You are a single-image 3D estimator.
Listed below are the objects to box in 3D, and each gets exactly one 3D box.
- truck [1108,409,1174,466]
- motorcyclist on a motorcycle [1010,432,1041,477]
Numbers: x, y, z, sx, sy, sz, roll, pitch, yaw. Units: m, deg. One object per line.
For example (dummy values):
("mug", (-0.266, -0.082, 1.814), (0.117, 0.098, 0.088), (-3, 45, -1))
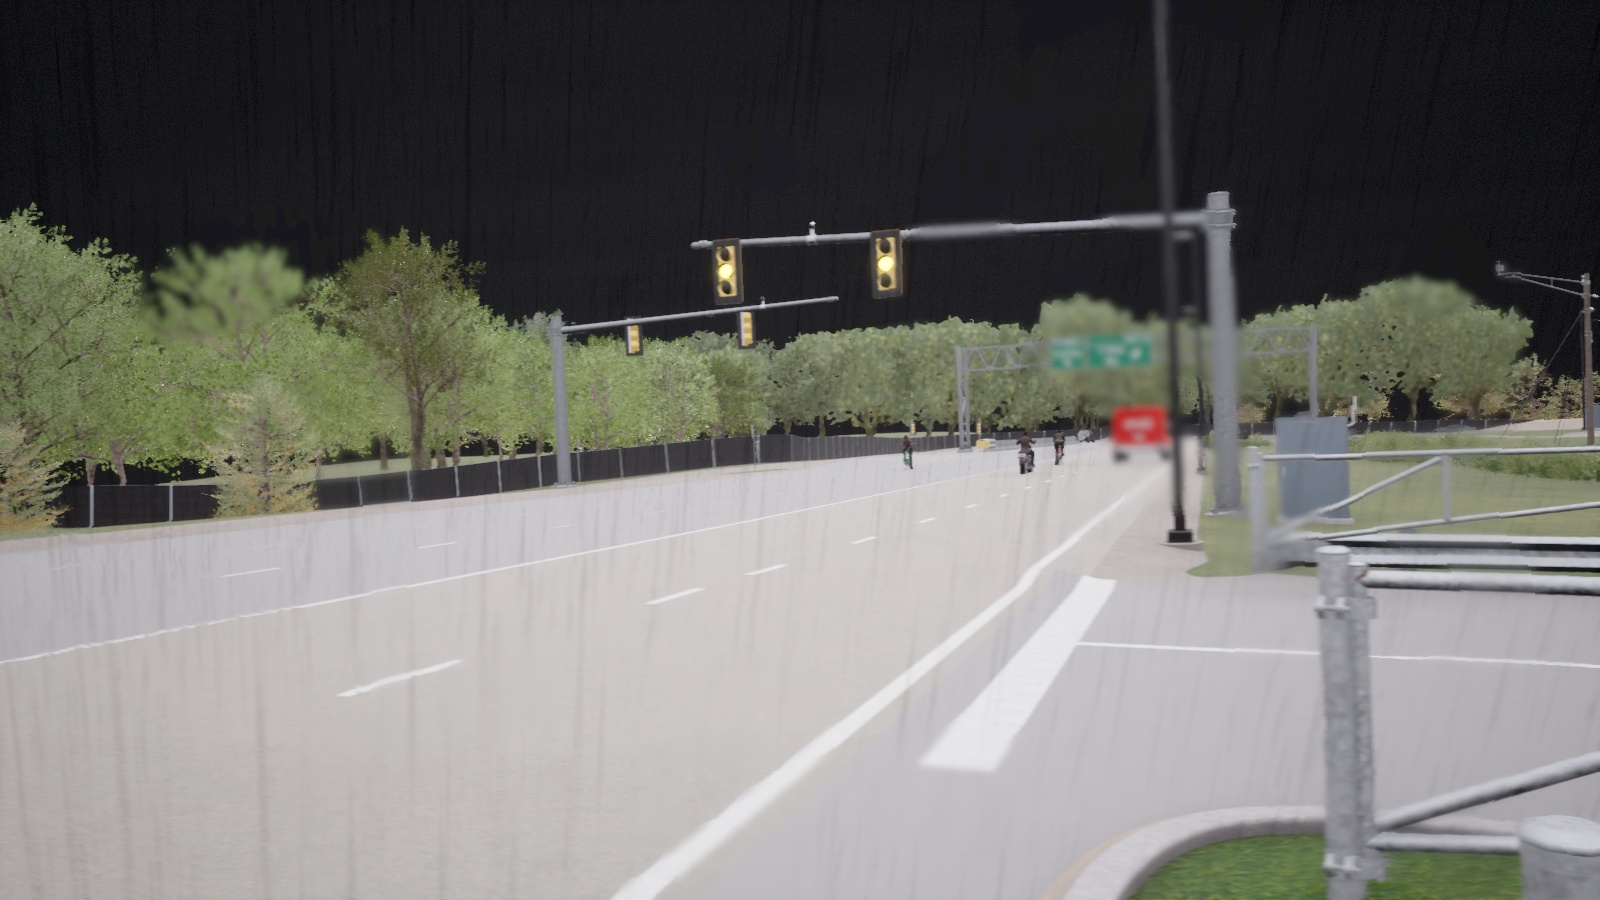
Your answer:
("truck", (15.859, -0.588, 58.221), (2.627, 2.467, 5.204), (-2, 0, 18))
("motorcyclist on a motorcycle", (8.442, 0.146, 46.999), (0.766, 1.649, 2.350), (-2, 0, 18))
